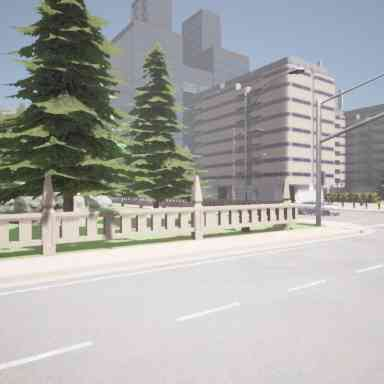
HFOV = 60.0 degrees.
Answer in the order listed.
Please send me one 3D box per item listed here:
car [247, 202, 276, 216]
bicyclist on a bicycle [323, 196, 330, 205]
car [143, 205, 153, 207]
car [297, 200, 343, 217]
[{"bbox_3d":[6.688,1.547,33.094,2.033,1.411,5.357,0,0,-35],"label":"car"},{"bbox_3d":[17.409,1.302,43.008,1.656,1.620,0.582,0,0,-35],"label":"bicyclist on a bicycle"},{"bbox_3d":[-6.182,1.506,51.211,1.837,1.490,4.892,0,0,-35],"label":"car"},{"bbox_3d":[11.937,1.526,31.794,1.812,1.442,4.674,0,0,-36],"label":"car"}]
